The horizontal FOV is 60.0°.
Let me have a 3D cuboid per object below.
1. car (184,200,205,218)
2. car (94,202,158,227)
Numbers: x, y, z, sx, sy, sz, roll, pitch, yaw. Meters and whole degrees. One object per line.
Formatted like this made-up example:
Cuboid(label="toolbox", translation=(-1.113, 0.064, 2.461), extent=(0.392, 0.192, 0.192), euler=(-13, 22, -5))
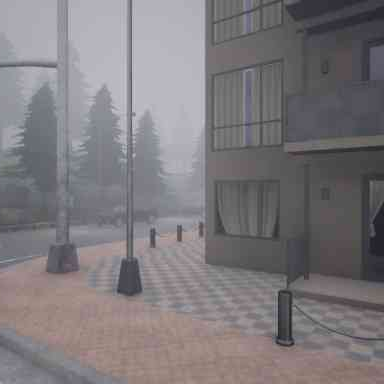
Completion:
Cuboid(label="car", translation=(1.188, 1.493, 31.278), extent=(1.882, 1.535, 5.008), euler=(0, 0, 35))
Cuboid(label="car", translation=(-4.477, 1.493, 23.122), extent=(1.882, 1.535, 5.008), euler=(0, 0, 35))
